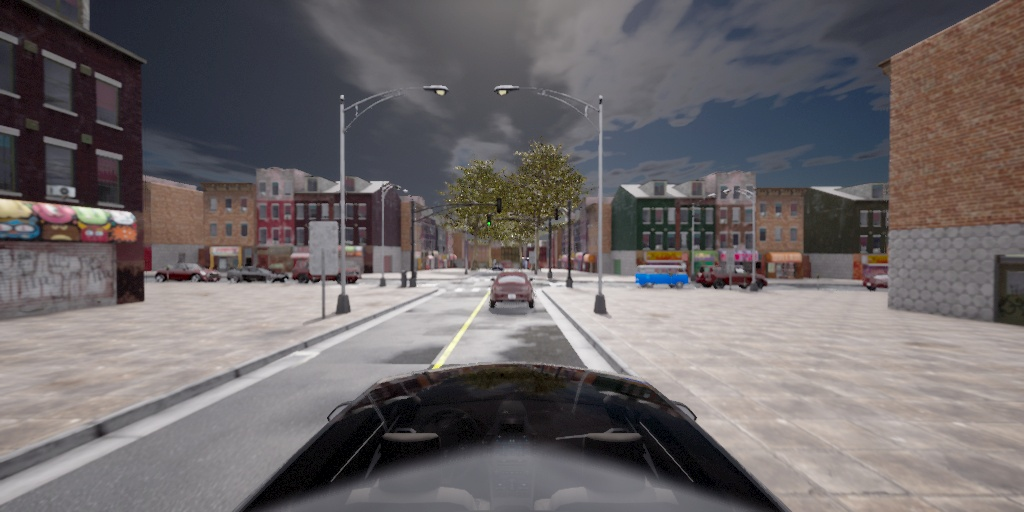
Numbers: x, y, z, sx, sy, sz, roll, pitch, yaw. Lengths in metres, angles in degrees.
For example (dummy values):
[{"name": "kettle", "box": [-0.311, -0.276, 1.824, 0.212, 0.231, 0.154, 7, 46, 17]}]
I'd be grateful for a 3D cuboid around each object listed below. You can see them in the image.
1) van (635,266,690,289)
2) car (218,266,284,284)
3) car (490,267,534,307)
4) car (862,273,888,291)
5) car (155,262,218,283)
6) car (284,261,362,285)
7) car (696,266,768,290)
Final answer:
[{"name": "van", "box": [11.757, 1.652, 28.245, 3.998, 1.789, 1.690, 0, 0, 0]}, {"name": "car", "box": [-20.004, 1.482, 28.270, 4.313, 1.339, 1.948, 0, 0, 0]}, {"name": "car", "box": [0.005, 1.427, 16.225, 1.812, 1.442, 4.674, 0, 0, 0]}, {"name": "car", "box": [30.278, 2.088, 28.108, 4.674, 1.442, 1.812, 1, 1, 0]}, {"name": "car", "box": [-25.406, 1.292, 28.274, 4.097, 1.591, 1.967, 0, 0, 0]}, {"name": "car", "box": [-14.602, 1.296, 28.265, 5.009, 1.841, 2.192, 0, 0, 0]}, {"name": "car", "box": [17.162, 1.697, 28.241, 5.009, 1.841, 2.192, 0, 0, 0]}]
